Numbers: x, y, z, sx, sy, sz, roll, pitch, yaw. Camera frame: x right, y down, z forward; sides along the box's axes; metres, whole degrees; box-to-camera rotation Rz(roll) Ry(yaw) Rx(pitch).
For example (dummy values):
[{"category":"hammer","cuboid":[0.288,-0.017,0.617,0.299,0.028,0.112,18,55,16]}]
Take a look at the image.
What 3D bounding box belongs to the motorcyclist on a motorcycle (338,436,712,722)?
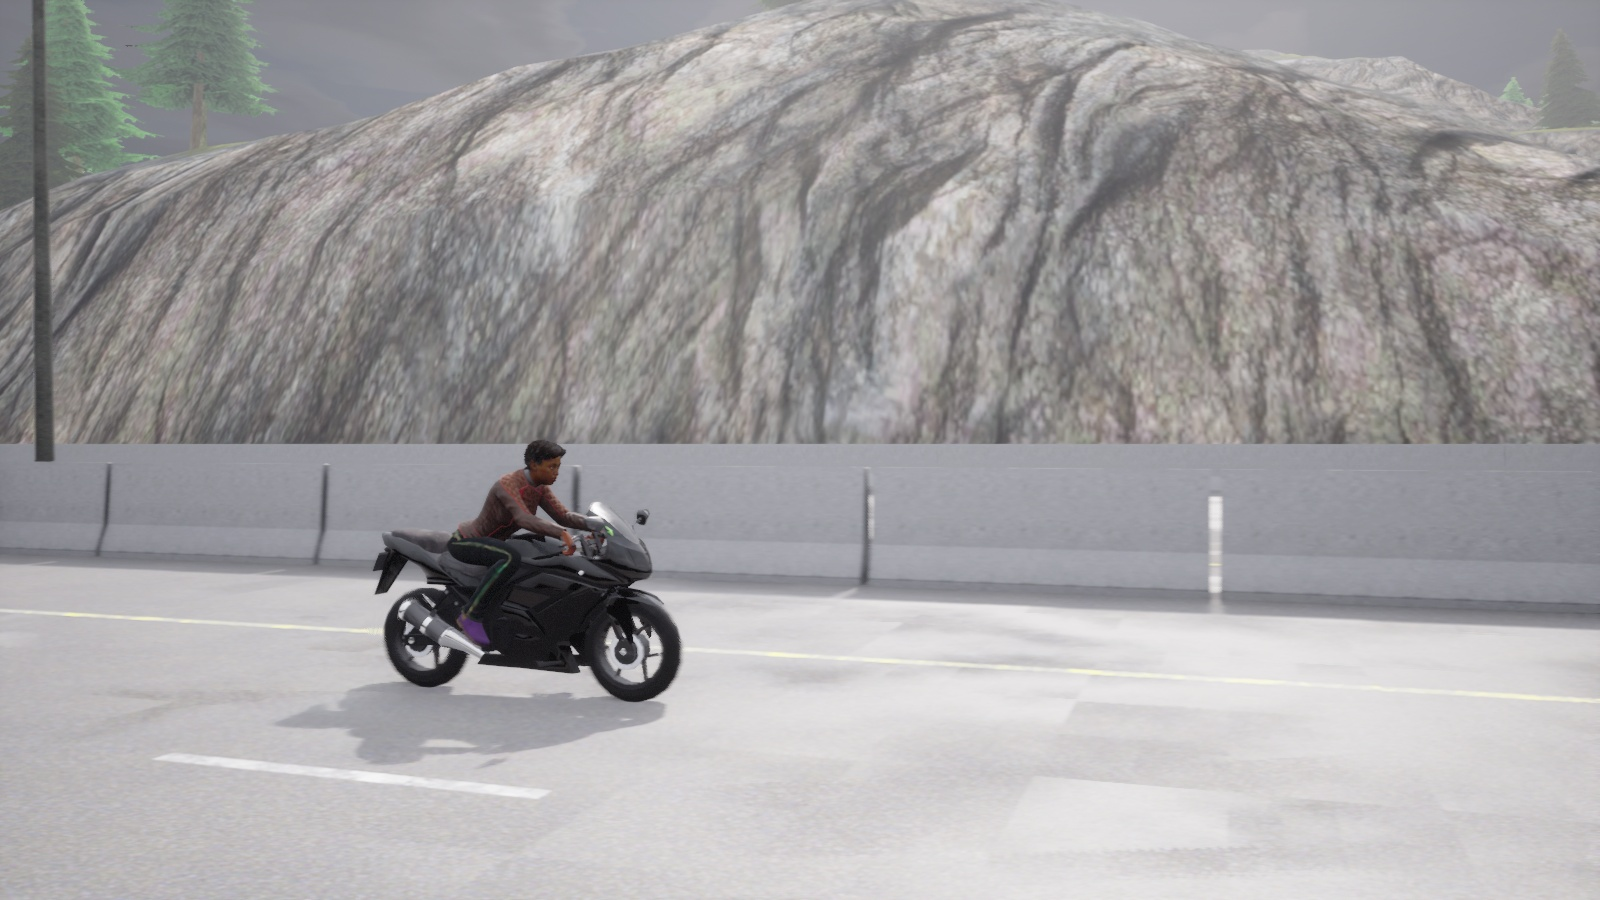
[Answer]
[{"category":"motorcyclist on a motorcycle","cuboid":[-1.620,0.684,7.430,2.044,1.523,0.797,1,1,19]}]
